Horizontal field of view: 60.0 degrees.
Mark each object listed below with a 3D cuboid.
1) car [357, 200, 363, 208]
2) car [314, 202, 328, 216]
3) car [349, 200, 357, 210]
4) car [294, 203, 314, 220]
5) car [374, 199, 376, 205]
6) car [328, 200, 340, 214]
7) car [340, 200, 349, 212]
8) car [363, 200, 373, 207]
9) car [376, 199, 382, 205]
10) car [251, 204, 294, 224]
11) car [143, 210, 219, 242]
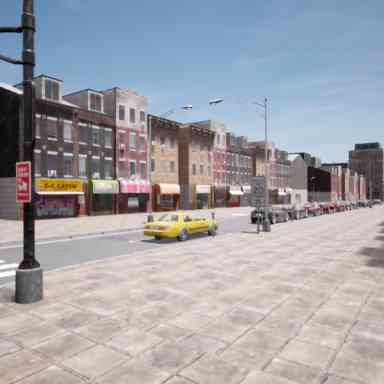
[{"bbox_3d":[25.593,2.011,53.430,2.008,1.369,4.403,-1,-1,35],"label":"car"},{"bbox_3d":[12.568,1.819,35.080,1.802,1.307,4.206,-1,-1,35],"label":"car"},{"bbox_3d":[22.337,1.950,48.843,2.008,1.369,4.403,-1,-1,35],"label":"car"},{"bbox_3d":[9.311,1.741,30.494,2.008,1.369,4.403,-1,-1,35],"label":"car"},{"bbox_3d":[35.362,2.210,67.191,1.887,1.381,4.507,-1,-2,35],"label":"car"},{"bbox_3d":[15.824,1.833,39.668,1.887,1.381,4.507,-1,-1,35],"label":"car"},{"bbox_3d":[19.079,1.782,44.257,1.967,1.590,4.097,-1,-1,35],"label":"car"},{"bbox_3d":[32.107,2.145,62.605,2.008,1.369,4.403,-1,-1,35],"label":"car"},{"bbox_3d":[45.131,2.458,80.951,2.008,1.369,4.403,-2,-2,35],"label":"car"},{"bbox_3d":[6.055,1.713,25.906,1.947,1.339,4.313,-1,-1,35],"label":"car"},{"bbox_3d":[-0.360,1.597,16.870,1.752,1.417,4.829,-1,-1,35],"label":"car"}]
